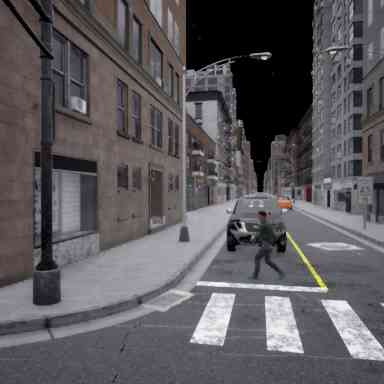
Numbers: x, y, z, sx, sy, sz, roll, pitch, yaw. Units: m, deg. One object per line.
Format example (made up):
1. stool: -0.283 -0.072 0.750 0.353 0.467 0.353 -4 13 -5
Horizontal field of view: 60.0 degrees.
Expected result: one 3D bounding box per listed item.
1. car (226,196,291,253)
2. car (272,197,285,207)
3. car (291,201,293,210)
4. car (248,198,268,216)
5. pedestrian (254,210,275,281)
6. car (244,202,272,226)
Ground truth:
1. car: 2.756 1.227 14.188 2.150 2.045 5.566 0 0 11
2. car: 13.682 1.502 52.854 1.837 1.490 4.892 0 0 11
3. car: 11.801 1.355 43.185 2.097 1.767 4.553 0 0 12
4. car: 6.806 1.485 34.286 1.882 1.535 5.008 0 0 12
5. pedestrian: 1.824 1.298 8.367 0.375 1.860 0.375 0 0 11
6. car: 4.772 1.534 24.231 1.812 1.442 4.674 0 0 11
